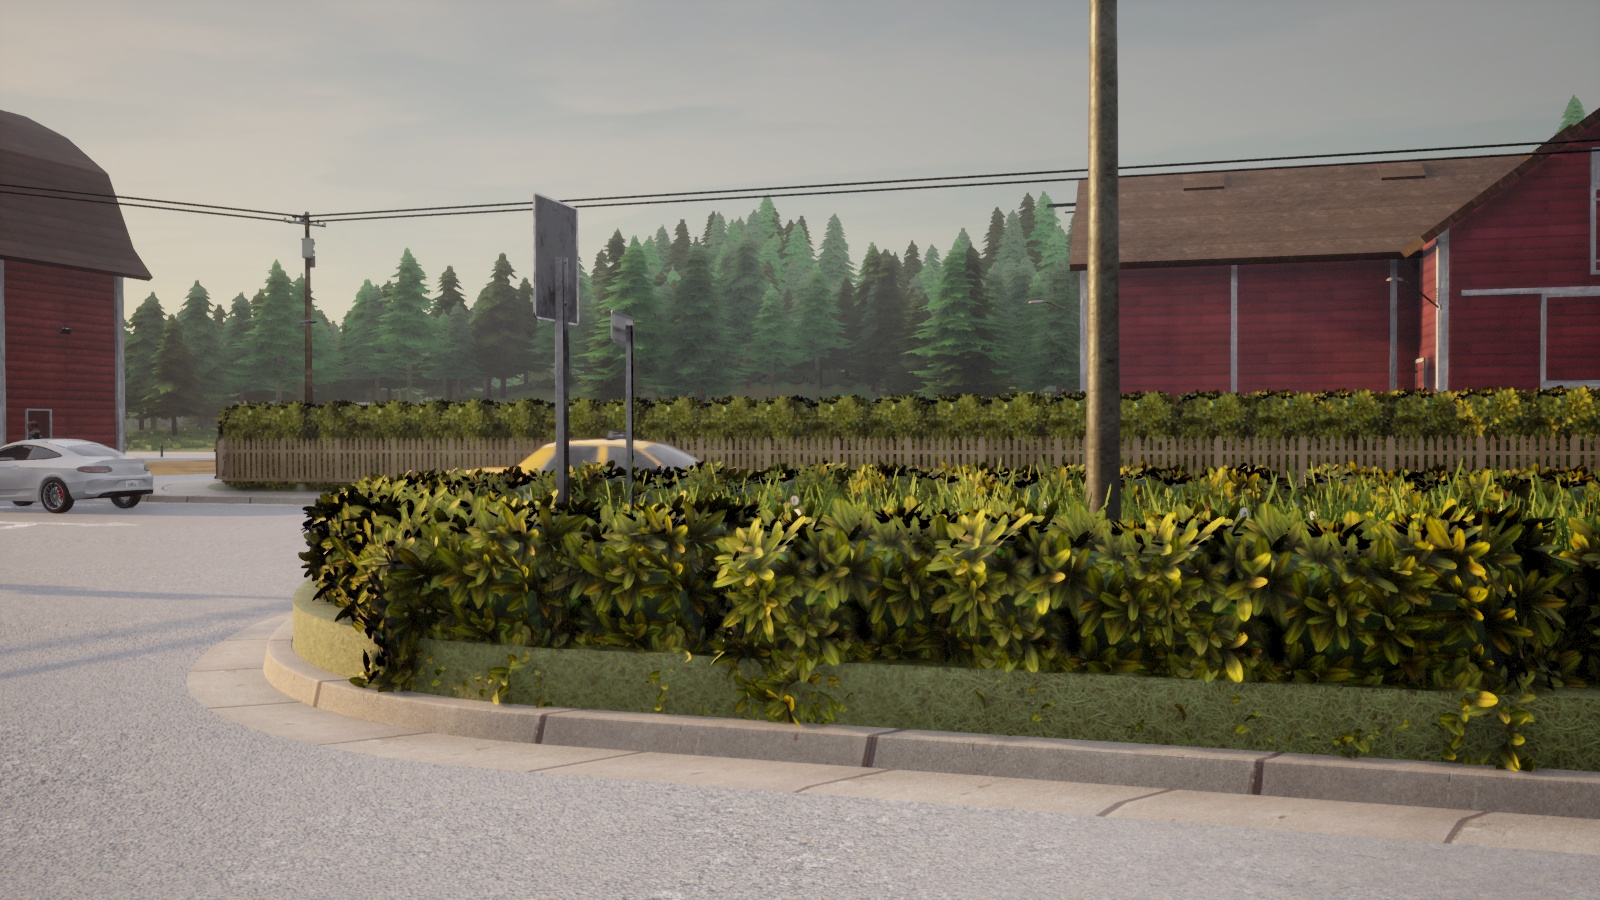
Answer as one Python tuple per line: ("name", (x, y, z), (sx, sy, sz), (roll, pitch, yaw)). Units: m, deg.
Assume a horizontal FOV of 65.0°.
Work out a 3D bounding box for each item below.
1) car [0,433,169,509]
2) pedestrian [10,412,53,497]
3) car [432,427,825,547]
("car", (-15.440, 0.383, 25.649), (4.674, 1.442, 1.812), (1, 1, 19))
("pedestrian", (-16.986, 0.101, 27.768), (0.720, 1.854, 0.376), (0, 1, -16))
("car", (-2.465, 0.465, 18.198), (5.366, 1.575, 1.801), (0, 1, 16))
